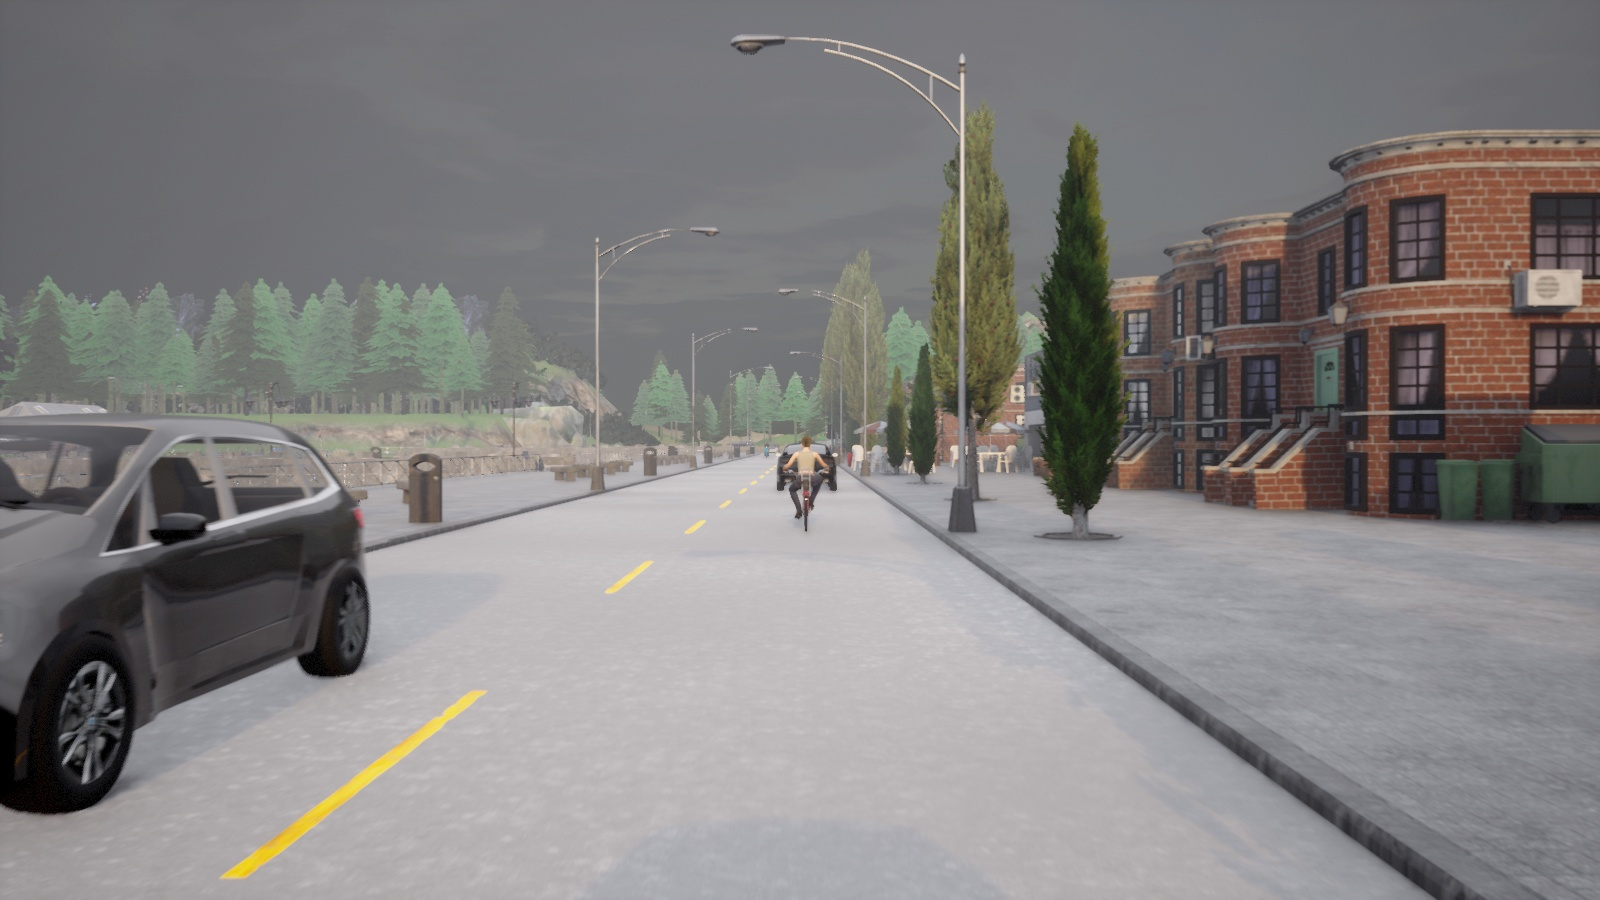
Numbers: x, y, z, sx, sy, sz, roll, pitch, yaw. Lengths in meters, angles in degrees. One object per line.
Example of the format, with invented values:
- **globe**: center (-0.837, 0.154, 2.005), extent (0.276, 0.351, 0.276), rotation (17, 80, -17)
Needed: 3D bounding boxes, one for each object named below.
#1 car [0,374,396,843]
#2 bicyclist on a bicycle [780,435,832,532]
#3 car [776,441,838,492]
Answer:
- **car**: center (-3.951, 0.551, 6.460), extent (2.242, 1.667, 4.611), rotation (0, 0, 0)
- **bicyclist on a bicycle**: center (0.111, 0.561, 21.665), extent (0.866, 1.612, 1.509), rotation (0, 0, 1)
- **car**: center (0.226, 0.493, 41.073), extent (1.882, 1.535, 5.008), rotation (0, 0, 0)
